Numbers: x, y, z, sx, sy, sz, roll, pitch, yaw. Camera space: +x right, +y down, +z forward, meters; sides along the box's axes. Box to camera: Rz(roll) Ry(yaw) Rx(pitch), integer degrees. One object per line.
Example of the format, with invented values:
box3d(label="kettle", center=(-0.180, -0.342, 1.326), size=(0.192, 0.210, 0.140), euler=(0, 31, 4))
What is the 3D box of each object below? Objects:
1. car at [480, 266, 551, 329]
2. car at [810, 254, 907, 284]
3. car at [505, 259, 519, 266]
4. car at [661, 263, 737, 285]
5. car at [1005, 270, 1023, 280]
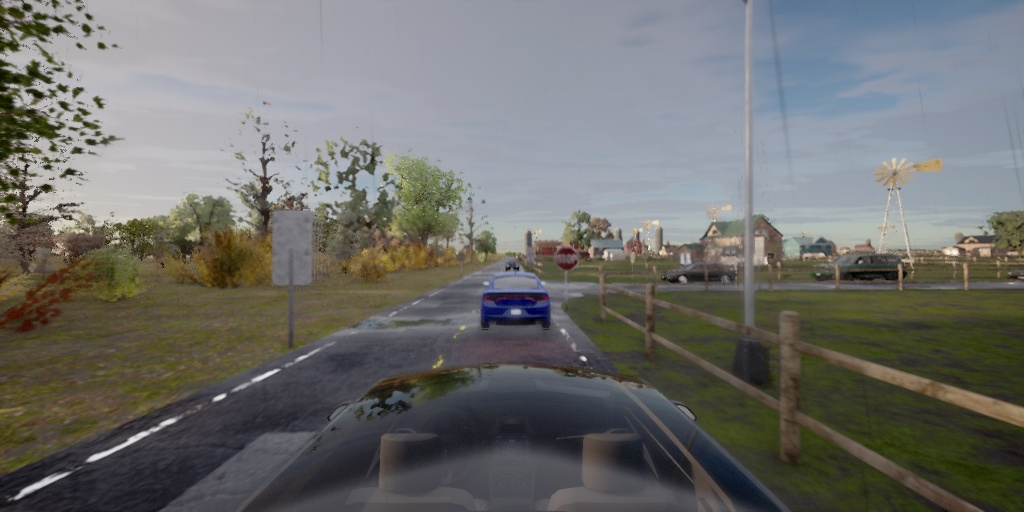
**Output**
box3d(label="car", center=(0.098, 1.238, 11.335), size=(1.882, 1.535, 5.008), euler=(0, 0, 0))
box3d(label="car", center=(24.331, 0.893, 25.277), size=(5.566, 2.045, 2.150), euler=(-1, 0, -1))
box3d(label="car", center=(0.067, 1.369, 48.996), size=(1.895, 1.301, 4.718), euler=(0, 0, 0))
box3d(label="car", center=(13.005, 1.226, 25.116), size=(4.892, 1.490, 1.837), euler=(0, -1, 1))
box3d(label="car", center=(38.800, 1.157, 25.507), size=(5.357, 1.411, 2.033), euler=(0, -1, -1))
